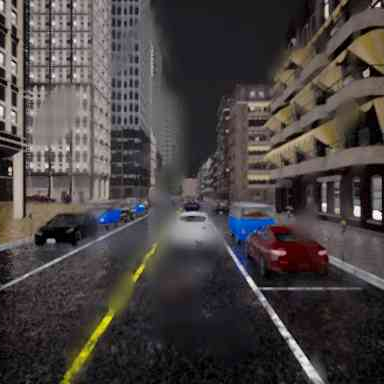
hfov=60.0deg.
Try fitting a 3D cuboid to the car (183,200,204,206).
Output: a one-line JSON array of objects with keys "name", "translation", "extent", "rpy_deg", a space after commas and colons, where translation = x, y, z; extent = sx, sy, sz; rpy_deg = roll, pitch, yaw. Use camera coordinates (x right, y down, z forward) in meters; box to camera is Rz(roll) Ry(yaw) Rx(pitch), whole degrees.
[{"name": "car", "translation": [0.030, 1.665, 29.748], "extent": [1.994, 1.385, 4.181], "rpy_deg": [0, 0, 0]}]

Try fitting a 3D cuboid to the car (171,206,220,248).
[{"name": "car", "translation": [0.054, 1.575, 14.904], "extent": [1.812, 1.442, 4.674], "rpy_deg": [0, 0, 0]}]

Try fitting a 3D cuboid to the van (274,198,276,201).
[{"name": "van", "translation": [16.835, 1.919, 60.316], "extent": [3.998, 1.788, 1.690], "rpy_deg": [1, -1, 0]}]

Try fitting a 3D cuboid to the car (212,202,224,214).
[{"name": "car", "translation": [2.640, 1.662, 32.614], "extent": [2.008, 1.369, 4.403], "rpy_deg": [0, 0, 0]}]

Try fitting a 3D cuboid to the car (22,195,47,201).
[{"name": "car", "translation": [-32.471, 1.228, 68.640], "extent": [4.206, 1.307, 1.802], "rpy_deg": [1, -1, 0]}]

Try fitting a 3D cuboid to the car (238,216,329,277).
[{"name": "car", "translation": [2.677, 1.615, 10.020], "extent": [1.802, 1.307, 4.206], "rpy_deg": [0, 0, 0]}]

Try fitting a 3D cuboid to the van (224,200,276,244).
[{"name": "van", "translation": [2.668, 1.393, 15.669], "extent": [1.690, 1.788, 3.998], "rpy_deg": [0, 0, 0]}]

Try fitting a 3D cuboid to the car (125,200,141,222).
[{"name": "car", "translation": [-5.731, 1.642, 26.953], "extent": [2.008, 1.369, 4.403], "rpy_deg": [0, 0, 0]}]

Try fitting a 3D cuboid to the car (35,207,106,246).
[{"name": "car", "translation": [-5.713, 1.618, 15.655], "extent": [1.947, 1.339, 4.313], "rpy_deg": [0, 0, 0]}]

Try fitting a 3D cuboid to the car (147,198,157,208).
[{"name": "car", "translation": [-5.768, 1.615, 49.547], "extent": [1.967, 1.590, 4.097], "rpy_deg": [0, 0, 0]}]

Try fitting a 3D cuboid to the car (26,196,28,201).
[{"name": "car", "translation": [-32.372, 0.944, 60.266], "extent": [5.009, 1.841, 2.192], "rpy_deg": [1, -1, 0]}]

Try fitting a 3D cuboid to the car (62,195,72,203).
[{"name": "car", "translation": [-21.226, 1.284, 60.306], "extent": [4.097, 1.590, 1.967], "rpy_deg": [1, -1, 0]}]

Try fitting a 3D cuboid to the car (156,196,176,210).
[{"name": "car", "translation": [-3.139, 1.648, 44.702], "extent": [2.128, 1.511, 4.902], "rpy_deg": [0, 0, 0]}]

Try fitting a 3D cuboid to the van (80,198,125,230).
[{"name": "van", "translation": [-5.723, 1.412, 21.305], "extent": [1.690, 1.788, 3.998], "rpy_deg": [0, 0, 0]}]

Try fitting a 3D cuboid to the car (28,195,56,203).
[{"name": "car", "translation": [-26.803, 1.318, 60.281], "extent": [4.206, 1.307, 1.802], "rpy_deg": [1, -1, 0]}]

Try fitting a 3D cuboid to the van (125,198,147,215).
[{"name": "van", "translation": [-5.740, 1.452, 32.602], "extent": [1.690, 1.788, 3.998], "rpy_deg": [0, 0, 0]}]
